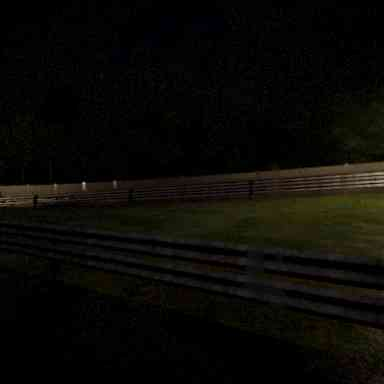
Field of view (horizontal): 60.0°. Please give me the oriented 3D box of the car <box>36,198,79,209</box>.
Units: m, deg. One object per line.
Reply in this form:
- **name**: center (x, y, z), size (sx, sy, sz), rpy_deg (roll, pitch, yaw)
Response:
- **car**: center (-15.325, 1.184, 37.731), size (4.718, 1.301, 1.895), rpy_deg (-3, -1, 18)
